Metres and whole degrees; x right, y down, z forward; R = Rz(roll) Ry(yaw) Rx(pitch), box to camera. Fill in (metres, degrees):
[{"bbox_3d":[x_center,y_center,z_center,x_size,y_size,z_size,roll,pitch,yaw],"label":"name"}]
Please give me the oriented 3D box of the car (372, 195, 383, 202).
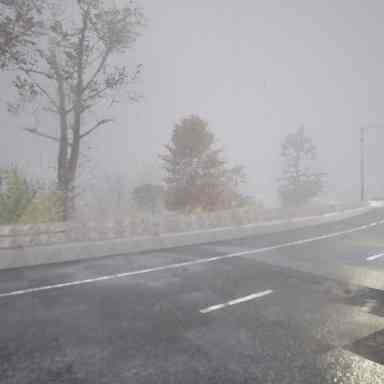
[{"bbox_3d":[36.732,1.216,64.864,1.895,1.301,4.718,0,0,12],"label":"car"}]
